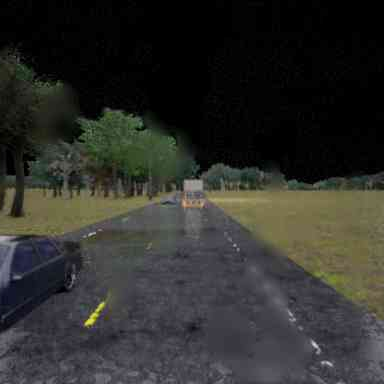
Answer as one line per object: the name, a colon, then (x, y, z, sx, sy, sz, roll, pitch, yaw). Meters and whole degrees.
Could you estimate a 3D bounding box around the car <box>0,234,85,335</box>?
car: (-3.594, 1.530, 6.066, 2.033, 1.411, 5.357, 0, 0, 0)

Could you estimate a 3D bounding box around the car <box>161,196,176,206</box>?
car: (-3.336, 1.239, 48.316, 1.994, 1.385, 4.181, 0, 1, 1)

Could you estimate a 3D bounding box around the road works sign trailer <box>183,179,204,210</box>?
road works sign trailer: (0.155, 0.237, 39.447, 2.380, 3.560, 2.880, 0, 1, 1)
